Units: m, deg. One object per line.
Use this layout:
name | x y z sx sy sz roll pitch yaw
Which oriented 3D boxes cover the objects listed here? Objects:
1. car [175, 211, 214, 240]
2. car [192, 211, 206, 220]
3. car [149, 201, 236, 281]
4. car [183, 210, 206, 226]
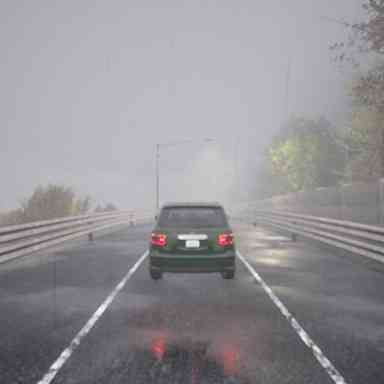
car | 0.147 1.838 19.248 1.994 1.385 4.181 0 -2 1
car | 1.049 3.257 46.646 1.895 1.301 4.718 0 -3 3
car | 0.008 1.283 10.141 2.150 2.045 5.566 0 -1 0
car | 0.259 2.339 30.932 1.994 1.385 4.181 0 -3 2
